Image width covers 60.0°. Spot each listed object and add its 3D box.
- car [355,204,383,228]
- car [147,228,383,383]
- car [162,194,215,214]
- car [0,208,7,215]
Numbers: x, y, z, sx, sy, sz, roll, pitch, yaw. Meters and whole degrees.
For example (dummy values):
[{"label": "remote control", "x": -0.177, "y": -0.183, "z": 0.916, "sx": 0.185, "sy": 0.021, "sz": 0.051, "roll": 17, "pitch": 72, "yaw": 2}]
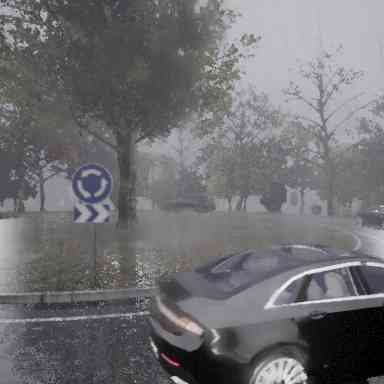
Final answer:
[{"label": "car", "x": 11.728, "y": 1.491, "z": 20.052, "sx": 2.128, "sy": 1.511, "sz": 4.902, "roll": 0, "pitch": 0, "yaw": -1}, {"label": "car", "x": 1.860, "y": 1.491, "z": 4.494, "sx": 4.902, "sy": 1.511, "sz": 2.128, "roll": 0, "pitch": 0, "yaw": -20}, {"label": "car", "x": -0.337, "y": 1.221, "z": 35.040, "sx": 5.566, "sy": 2.045, "sz": 2.150, "roll": 0, "pitch": -1, "yaw": 15}, {"label": "car", "x": -18.196, "y": 1.601, "z": 27.597, "sx": 1.895, "sy": 1.301, "sz": 4.718, "roll": 0, "pitch": 0, "yaw": 32}]
